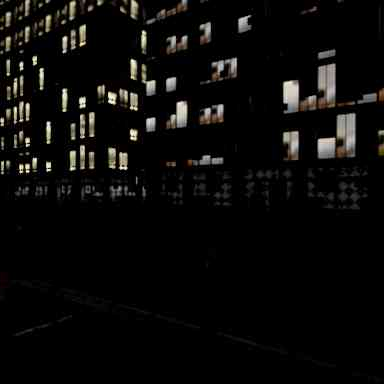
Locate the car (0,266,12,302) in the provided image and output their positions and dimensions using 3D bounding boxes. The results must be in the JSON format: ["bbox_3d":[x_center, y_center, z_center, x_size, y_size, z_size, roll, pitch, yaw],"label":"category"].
[{"bbox_3d":[-5.554,1.521,6.846,4.829,1.417,1.752,0,0,36],"label":"car"}]
